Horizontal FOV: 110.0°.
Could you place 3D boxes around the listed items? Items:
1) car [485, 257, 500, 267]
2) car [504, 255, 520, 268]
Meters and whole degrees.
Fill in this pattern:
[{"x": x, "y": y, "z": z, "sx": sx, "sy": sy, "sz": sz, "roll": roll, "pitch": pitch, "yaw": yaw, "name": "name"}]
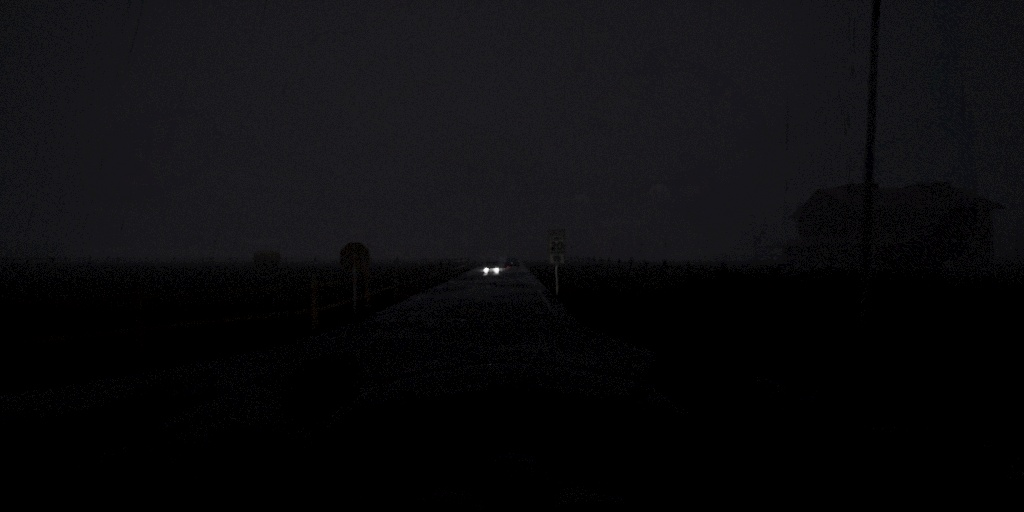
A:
[{"x": -2.767, "y": 0.845, "z": 50.975, "sx": 1.895, "sy": 1.301, "sz": 4.718, "roll": -1, "pitch": 1, "yaw": 0, "name": "car"}, {"x": -0.015, "y": 0.819, "z": 46.415, "sx": 1.994, "sy": 1.385, "sz": 4.181, "roll": -1, "pitch": 1, "yaw": 0, "name": "car"}]
